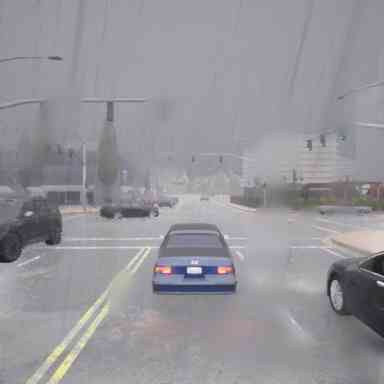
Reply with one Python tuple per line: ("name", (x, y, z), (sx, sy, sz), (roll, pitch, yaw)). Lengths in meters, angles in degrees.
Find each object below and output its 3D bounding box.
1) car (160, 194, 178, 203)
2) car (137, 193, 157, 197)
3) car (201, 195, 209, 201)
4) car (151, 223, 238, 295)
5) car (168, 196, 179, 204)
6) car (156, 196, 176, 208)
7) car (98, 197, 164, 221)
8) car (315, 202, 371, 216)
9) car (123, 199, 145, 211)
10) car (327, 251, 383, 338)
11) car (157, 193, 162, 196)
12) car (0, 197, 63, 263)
("car", (-3.771, 1.491, 56.828), (2.128, 1.511, 4.902), (0, 0, 0))
("car", (-7.260, 1.221, 51.896), (2.150, 2.045, 5.566), (0, 0, 0))
("car", (3.222, 1.552, 84.560), (1.994, 1.385, 4.181), (0, 0, 0))
("car", (0.053, 1.547, 8.881), (2.033, 1.411, 5.357), (0, 0, 0))
("car", (-3.748, 1.564, 66.696), (1.994, 1.385, 4.181), (0, 0, 0))
("car", (-3.755, 1.601, 47.558), (1.895, 1.301, 4.718), (0, 0, 0))
("car", (-5.146, 1.478, 27.388), (5.008, 1.535, 1.882), (0, 1, -35))
("car", (14.343, 1.601, 31.804), (4.718, 1.301, 1.895), (0, 0, 1))
("car", (-7.287, 1.601, 42.252), (1.895, 1.301, 4.718), (0, 0, 1))
("car", (3.547, 1.505, 4.636), (1.837, 1.490, 4.892), (0, 0, 0))
("car", (-7.264, 1.352, 61.876), (2.097, 1.767, 4.553), (0, 0, 0))
("car", (-6.707, 1.221, 12.313), (2.150, 2.045, 5.566), (1, 0, 1))
